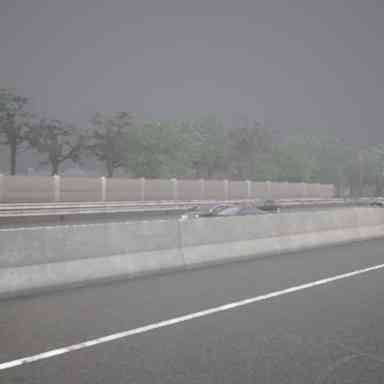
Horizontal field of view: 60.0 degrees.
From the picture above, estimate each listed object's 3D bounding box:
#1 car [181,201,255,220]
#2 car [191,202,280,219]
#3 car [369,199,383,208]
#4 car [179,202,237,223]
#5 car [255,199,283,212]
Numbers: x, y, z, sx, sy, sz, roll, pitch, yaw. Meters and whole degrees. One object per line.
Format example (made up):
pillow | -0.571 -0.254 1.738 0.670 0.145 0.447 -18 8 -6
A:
car | 1.501 1.490 22.228 4.902 1.511 2.128 0 0 -35
car | 2.518 1.524 18.659 4.674 1.442 1.812 0 0 -35
car | 28.508 1.659 49.713 4.718 1.301 1.895 0 0 -34
car | 1.305 1.562 26.376 4.181 1.385 1.994 0 0 -35
car | 7.249 1.510 33.979 4.892 1.490 1.837 0 0 -38
